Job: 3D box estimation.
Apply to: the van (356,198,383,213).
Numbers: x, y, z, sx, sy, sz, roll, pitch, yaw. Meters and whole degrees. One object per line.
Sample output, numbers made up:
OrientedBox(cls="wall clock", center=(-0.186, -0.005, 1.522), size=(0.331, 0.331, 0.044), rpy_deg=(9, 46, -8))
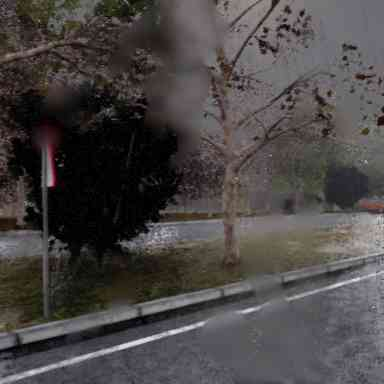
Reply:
OrientedBox(cls="van", center=(25.342, 1.845, 46.543), size=(1.878, 1.987, 4.442), rpy_deg=(2, -1, -35))
